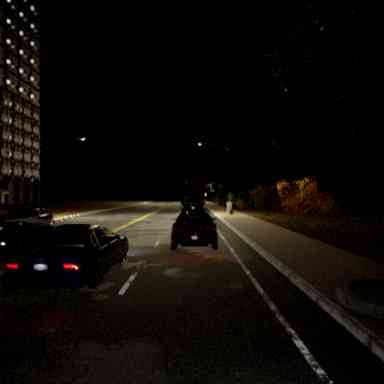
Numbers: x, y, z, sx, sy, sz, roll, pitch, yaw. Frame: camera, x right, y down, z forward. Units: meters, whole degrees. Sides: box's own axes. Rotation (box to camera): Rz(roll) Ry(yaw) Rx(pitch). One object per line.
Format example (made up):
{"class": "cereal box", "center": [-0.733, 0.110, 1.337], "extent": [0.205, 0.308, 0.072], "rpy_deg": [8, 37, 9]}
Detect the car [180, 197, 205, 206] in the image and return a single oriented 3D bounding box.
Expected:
{"class": "car", "center": [0.092, 1.513, 31.636], "extent": [2.150, 2.045, 5.566], "rpy_deg": [0, 0, 0]}

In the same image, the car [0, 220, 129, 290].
{"class": "car", "center": [-3.153, 1.636, 9.440], "extent": [2.033, 1.411, 5.357], "rpy_deg": [0, -1, 0]}

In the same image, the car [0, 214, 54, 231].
{"class": "car", "center": [-6.603, 1.717, 12.500], "extent": [1.895, 1.301, 4.718], "rpy_deg": [0, -1, 0]}

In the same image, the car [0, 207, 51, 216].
{"class": "car", "center": [-9.850, 1.687, 19.662], "extent": [1.837, 1.490, 4.892], "rpy_deg": [0, -1, 0]}

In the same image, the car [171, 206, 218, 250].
{"class": "car", "center": [0.097, 1.619, 15.198], "extent": [1.882, 1.535, 5.008], "rpy_deg": [0, 0, 0]}
